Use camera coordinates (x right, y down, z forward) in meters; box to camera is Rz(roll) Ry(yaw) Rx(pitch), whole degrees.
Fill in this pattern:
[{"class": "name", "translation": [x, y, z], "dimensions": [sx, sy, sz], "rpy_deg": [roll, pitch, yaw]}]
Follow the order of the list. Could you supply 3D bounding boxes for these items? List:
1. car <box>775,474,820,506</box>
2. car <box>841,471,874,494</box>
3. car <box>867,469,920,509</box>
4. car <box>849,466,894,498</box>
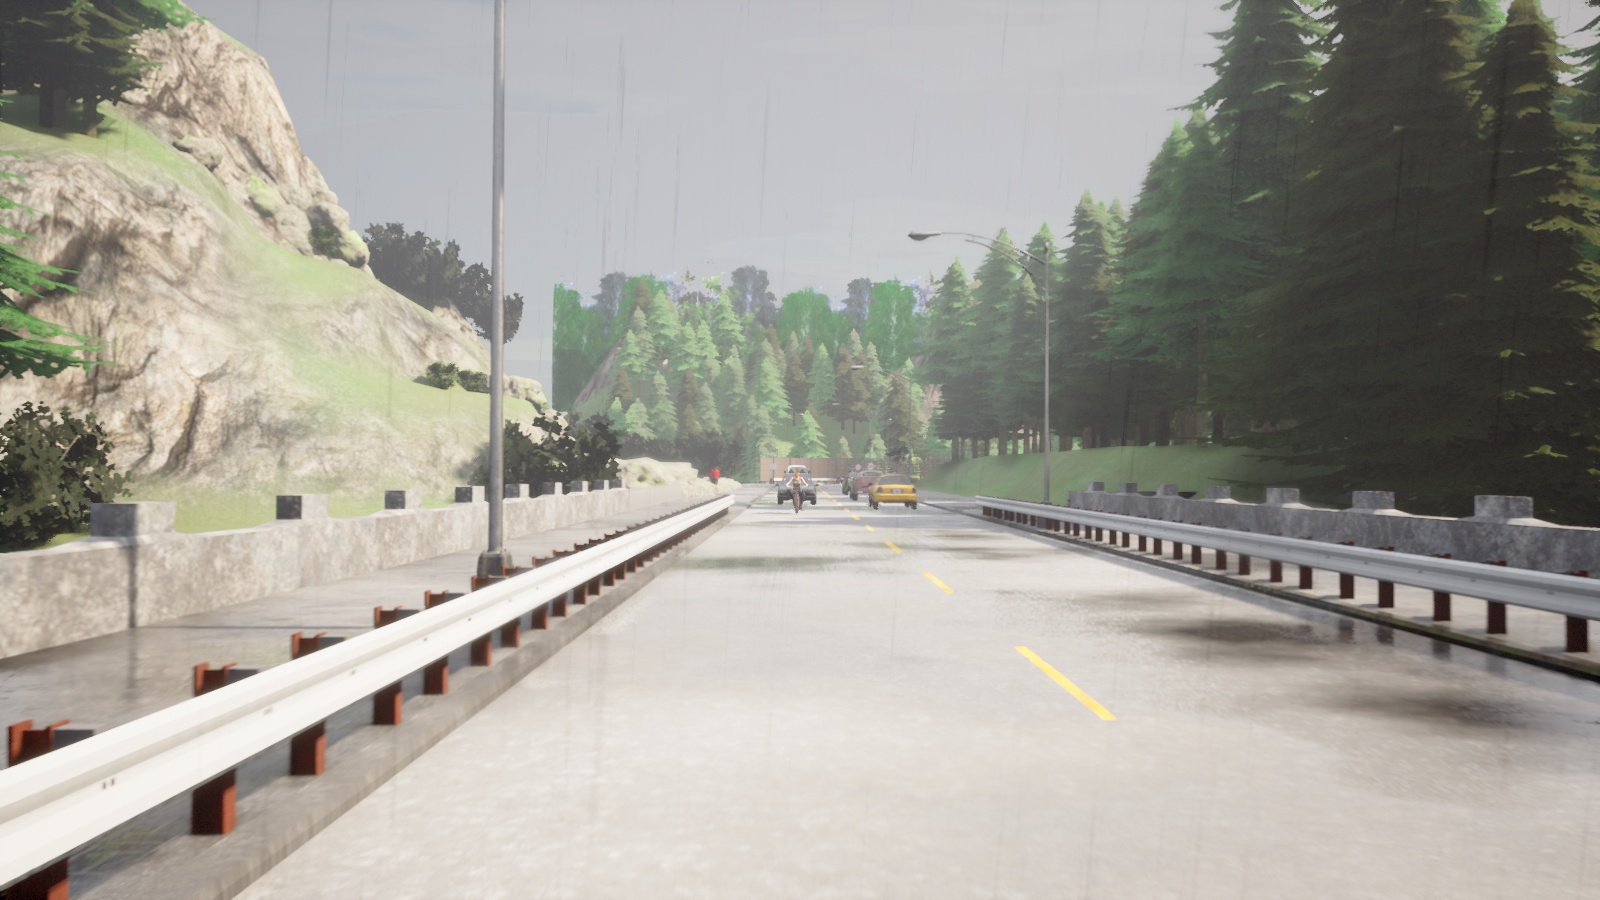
[{"class": "car", "translation": [-0.126, 1.849, 58.914], "dimensions": [2.033, 1.411, 5.357], "rpy_deg": [0, -1, 0]}, {"class": "car", "translation": [3.817, 2.147, 83.716], "dimensions": [2.007, 1.525, 4.514], "rpy_deg": [0, -1, 0]}, {"class": "car", "translation": [3.887, 1.619, 52.725], "dimensions": [1.801, 1.575, 5.366], "rpy_deg": [0, -1, 0]}, {"class": "car", "translation": [3.851, 1.724, 68.557], "dimensions": [2.152, 1.651, 5.027], "rpy_deg": [0, -1, 0]}]
